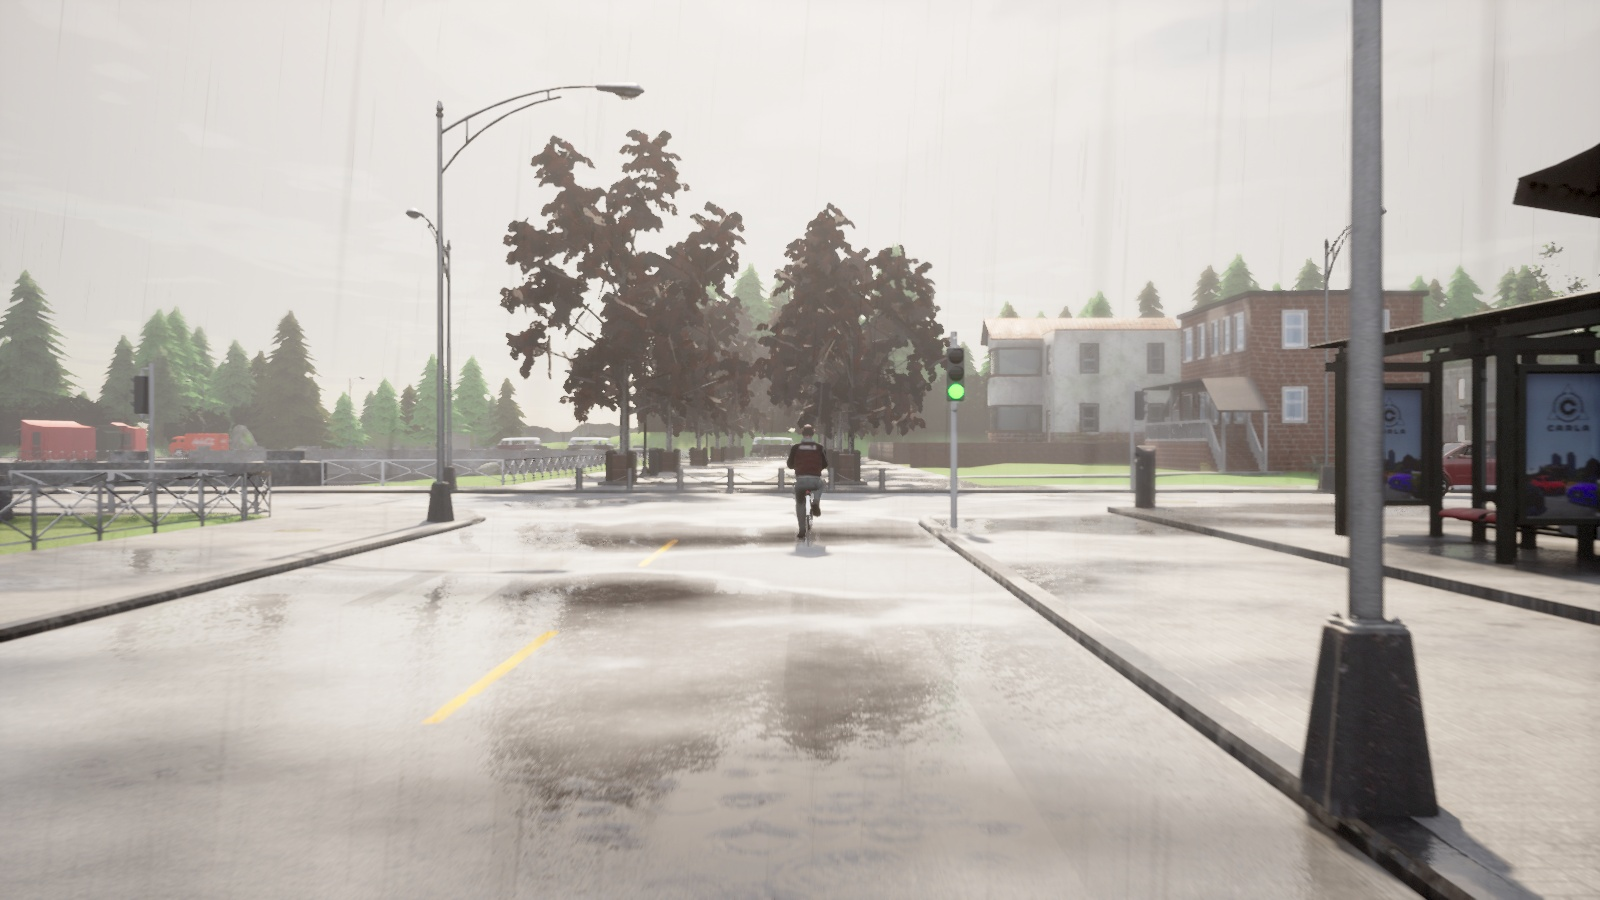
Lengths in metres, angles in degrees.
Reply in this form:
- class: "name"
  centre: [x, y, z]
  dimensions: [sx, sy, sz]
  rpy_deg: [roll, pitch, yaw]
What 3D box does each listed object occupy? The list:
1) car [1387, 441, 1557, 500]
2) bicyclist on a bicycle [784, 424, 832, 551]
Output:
- class: "car"
  centre: [18.434, 0.545, 34.567]
  dimensions: [3.705, 1.549, 1.789]
  rpy_deg: [0, 0, 0]
- class: "bicyclist on a bicycle"
  centre: [0.119, 0.513, 18.433]
  dimensions: [0.659, 1.776, 1.843]
  rpy_deg: [0, 1, 0]
